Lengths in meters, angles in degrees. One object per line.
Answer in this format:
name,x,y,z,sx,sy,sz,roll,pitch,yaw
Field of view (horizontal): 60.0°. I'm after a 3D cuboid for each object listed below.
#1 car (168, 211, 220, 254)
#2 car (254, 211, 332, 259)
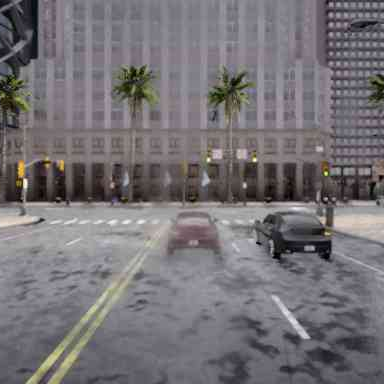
car,0.066,1.493,13.185,1.812,1.442,4.674,0,0,0
car,3.563,1.471,12.441,1.837,1.490,4.892,0,-1,0
